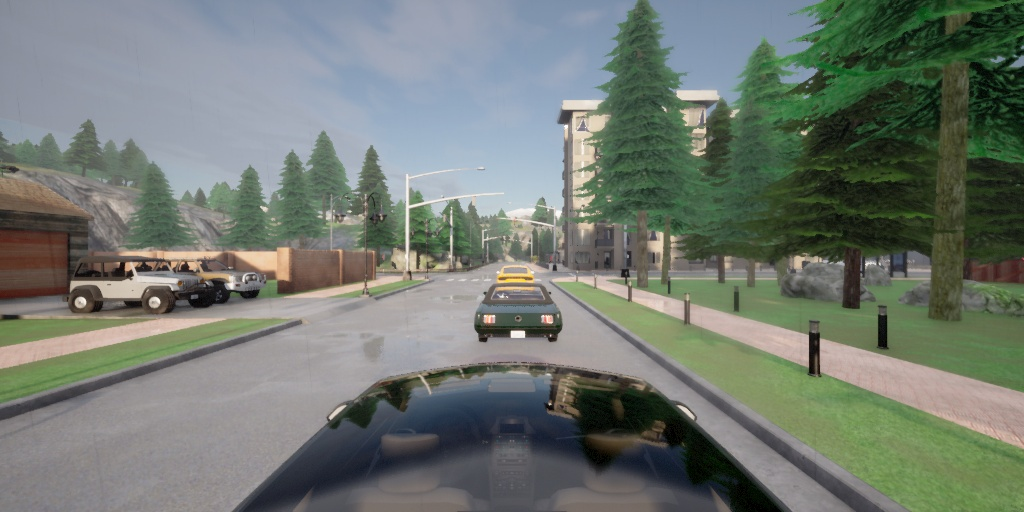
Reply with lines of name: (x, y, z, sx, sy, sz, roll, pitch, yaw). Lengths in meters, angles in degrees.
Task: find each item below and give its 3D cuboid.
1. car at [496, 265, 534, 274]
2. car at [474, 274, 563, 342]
car: (0.176, 1.228, 19.050, 1.882, 1.535, 5.008, 0, 0, 0)
car: (0.146, 1.351, 9.711, 1.895, 1.301, 4.718, 0, 0, 0)
